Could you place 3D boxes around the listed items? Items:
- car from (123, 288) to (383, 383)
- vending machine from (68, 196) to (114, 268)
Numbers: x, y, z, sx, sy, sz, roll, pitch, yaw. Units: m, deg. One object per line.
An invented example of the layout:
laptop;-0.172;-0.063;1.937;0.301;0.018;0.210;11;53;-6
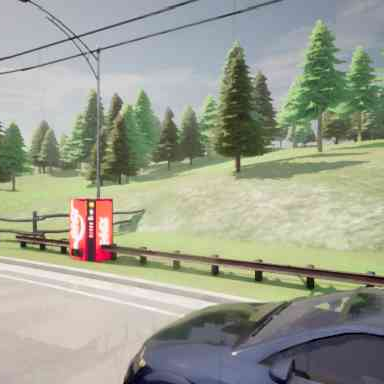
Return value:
car;1.417;1.564;2.692;4.181;1.385;1.994;0;0;34
vending machine;-3.180;1.195;10.516;0.880;2.100;1.100;0;0;30
